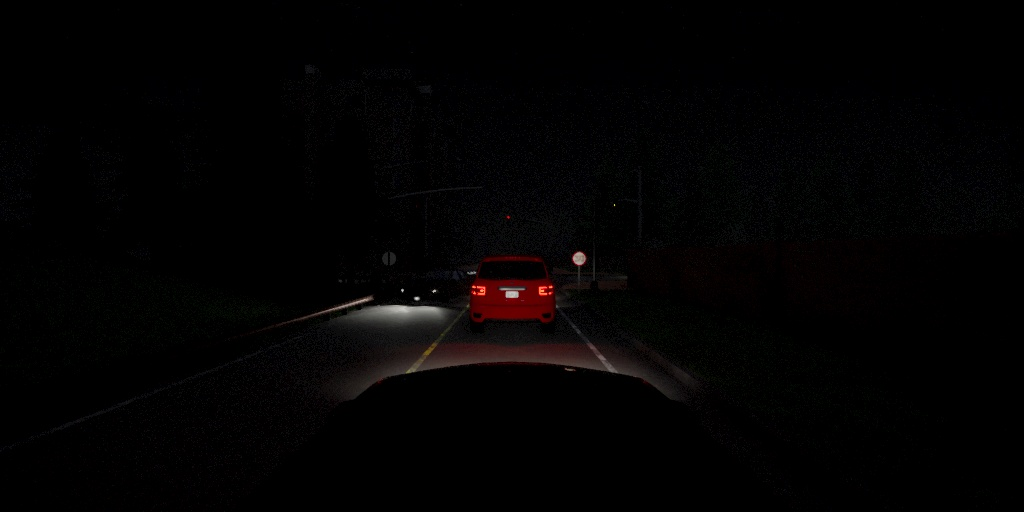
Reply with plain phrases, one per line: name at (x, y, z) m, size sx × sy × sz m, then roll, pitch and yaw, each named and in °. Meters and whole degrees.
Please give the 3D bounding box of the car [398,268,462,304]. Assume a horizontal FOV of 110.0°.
car at (-3.195, 1.297, 16.813) m, size 2.033 × 1.411 × 5.357 m, roll 0°, pitch 0°, yaw 13°

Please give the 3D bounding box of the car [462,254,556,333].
car at (0.051, 0.971, 10.871) m, size 2.150 × 2.045 × 5.566 m, roll 0°, pitch 0°, yaw 1°

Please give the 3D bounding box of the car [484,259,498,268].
car at (-3.516, 1.297, 60.677) m, size 2.033 × 1.411 × 5.357 m, roll 0°, pitch 0°, yaw 0°

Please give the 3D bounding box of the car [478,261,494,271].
car at (-3.550, 1.351, 50.041) m, size 1.895 × 1.301 × 4.718 m, roll 0°, pitch 0°, yaw 0°
